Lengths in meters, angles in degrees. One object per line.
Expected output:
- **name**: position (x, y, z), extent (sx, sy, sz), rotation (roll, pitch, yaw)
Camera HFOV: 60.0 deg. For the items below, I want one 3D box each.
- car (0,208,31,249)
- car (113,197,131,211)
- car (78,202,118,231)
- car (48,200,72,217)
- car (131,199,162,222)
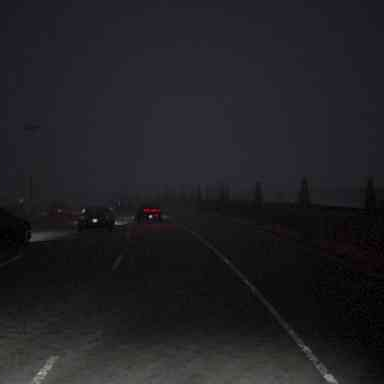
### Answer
- **car**: position (-8.040, 1.361, 12.985), extent (2.097, 1.767, 4.553), rotation (0, 0, -7)
- **car**: position (-8.396, 1.344, 40.464), extent (2.097, 1.767, 4.553), rotation (0, 0, -22)
- **car**: position (-5.806, 1.563, 20.508), extent (1.994, 1.385, 4.181), rotation (0, 0, -11)
- **car**: position (-12.450, 1.484, 31.526), extent (1.882, 1.535, 5.008), rotation (0, 0, -19)
- **car**: position (-3.503, 1.496, 25.953), extent (1.837, 1.490, 4.892), rotation (0, 0, -14)
